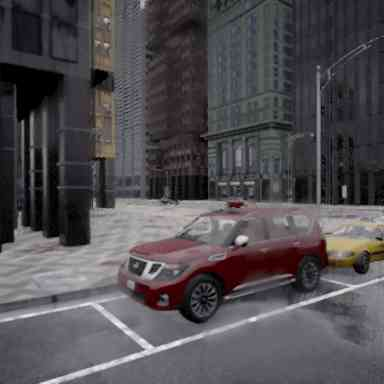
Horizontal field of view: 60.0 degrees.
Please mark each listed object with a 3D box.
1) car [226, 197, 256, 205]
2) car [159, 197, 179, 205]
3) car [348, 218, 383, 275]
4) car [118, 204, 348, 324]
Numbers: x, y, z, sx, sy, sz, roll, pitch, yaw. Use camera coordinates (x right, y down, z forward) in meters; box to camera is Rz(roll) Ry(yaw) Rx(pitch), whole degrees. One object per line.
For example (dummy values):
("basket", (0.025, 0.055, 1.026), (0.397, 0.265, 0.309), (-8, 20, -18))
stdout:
("car", (6.656, 1.451, 45.204), (2.097, 1.767, 4.553), (0, 0, -35))
("car", (-4.237, 1.714, 60.659), (1.837, 1.490, 4.892), (0, 0, -35))
("car", (5.392, 1.525, 10.497), (4.829, 1.417, 1.752), (0, 0, -35))
("car", (0.969, 1.315, 7.344), (5.009, 1.841, 2.192), (0, 0, -35))
